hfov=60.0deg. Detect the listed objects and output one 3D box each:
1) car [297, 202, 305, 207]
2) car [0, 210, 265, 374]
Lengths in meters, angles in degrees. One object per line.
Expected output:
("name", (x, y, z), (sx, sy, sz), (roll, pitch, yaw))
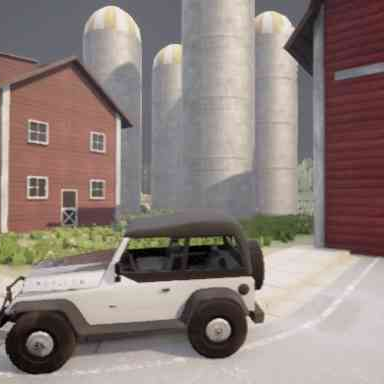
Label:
("car", (21.148, 2.918, 66.922), (2.242, 1.667, 4.611), (-1, -1, 36))
("car", (-0.774, 1.311, 5.252), (3.866, 1.878, 1.905), (-2, 5, -7))
